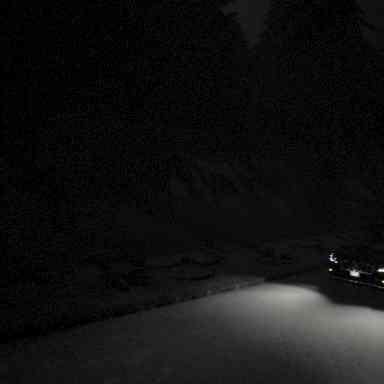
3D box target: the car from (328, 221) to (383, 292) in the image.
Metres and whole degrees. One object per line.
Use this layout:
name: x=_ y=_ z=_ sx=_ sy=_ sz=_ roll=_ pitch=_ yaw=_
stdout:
car: x=5.438 y=1.512 z=8.483 sx=4.892 sy=1.490 sz=1.837 roll=1 pitch=0 yaw=-35
